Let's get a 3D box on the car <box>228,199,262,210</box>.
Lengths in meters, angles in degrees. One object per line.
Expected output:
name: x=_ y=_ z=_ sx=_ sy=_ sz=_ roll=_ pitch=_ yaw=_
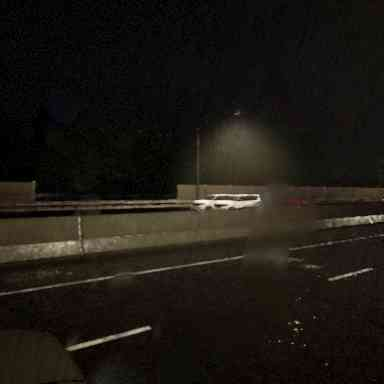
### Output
car: x=6.153 y=1.578 z=29.916 sx=5.357 sy=1.411 sz=2.033 roll=0 pitch=0 yaw=-36

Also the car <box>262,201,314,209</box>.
car: x=8.359 y=1.507 z=27.190 sx=5.008 sy=1.535 sz=1.882 roll=0 pitch=0 yaw=-36

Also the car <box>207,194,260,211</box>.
car: x=4.605 y=1.254 z=33.109 sx=5.566 sy=2.045 sz=2.150 roll=0 pitch=0 yaw=-36

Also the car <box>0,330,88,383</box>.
car: x=-3.215 y=1.547 z=1.574 sx=5.357 sy=1.411 sz=2.033 roll=0 pitch=0 yaw=-35

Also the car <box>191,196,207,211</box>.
car: x=2.555 y=1.256 z=35.944 sx=5.566 sy=2.045 sz=2.150 roll=0 pitch=0 yaw=-36
